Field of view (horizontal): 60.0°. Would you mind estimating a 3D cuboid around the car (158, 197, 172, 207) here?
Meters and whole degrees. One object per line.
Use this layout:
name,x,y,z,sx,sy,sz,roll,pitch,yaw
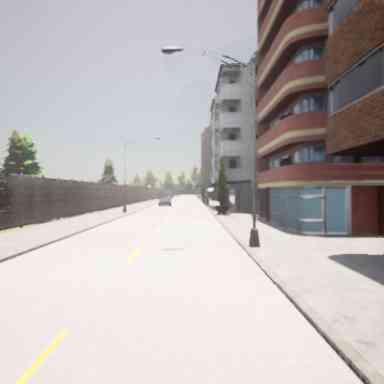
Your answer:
car,-4.096,1.470,51.420,1.812,1.442,4.674,0,0,0
